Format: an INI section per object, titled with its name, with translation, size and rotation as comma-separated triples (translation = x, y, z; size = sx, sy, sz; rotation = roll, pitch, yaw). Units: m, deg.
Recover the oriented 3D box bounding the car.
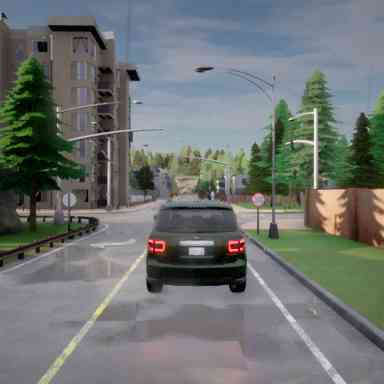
[car]
translation = 0.093, 1.221, 9.018
size = 2.150, 2.045, 5.566
rotation = 0, 0, 0
